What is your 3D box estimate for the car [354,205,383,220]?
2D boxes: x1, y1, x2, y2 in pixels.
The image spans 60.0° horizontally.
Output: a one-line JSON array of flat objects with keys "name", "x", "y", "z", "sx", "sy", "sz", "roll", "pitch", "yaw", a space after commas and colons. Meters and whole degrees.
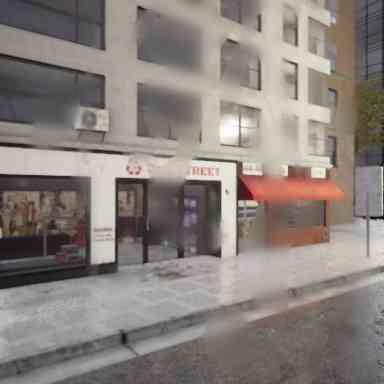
[{"name": "car", "x": 16.599, "y": 1.786, "z": 28.415, "sx": 2.033, "sy": 1.411, "sz": 5.357, "roll": 0, "pitch": 0, "yaw": -34}]
